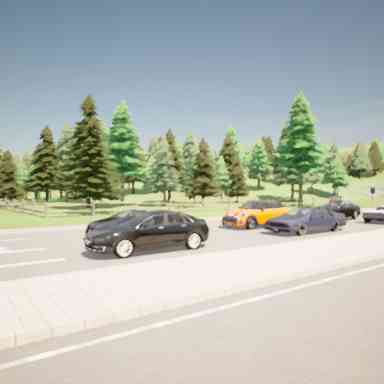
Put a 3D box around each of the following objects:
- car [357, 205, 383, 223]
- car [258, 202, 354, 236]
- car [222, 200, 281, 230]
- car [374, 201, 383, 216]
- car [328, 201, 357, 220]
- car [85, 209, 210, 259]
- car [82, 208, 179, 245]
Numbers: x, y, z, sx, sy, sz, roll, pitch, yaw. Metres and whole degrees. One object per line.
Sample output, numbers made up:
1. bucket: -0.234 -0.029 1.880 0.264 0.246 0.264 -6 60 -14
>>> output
1. car: 14.206 1.546 23.854 4.718 1.301 1.895 0 0 -35
2. car: 6.378 1.513 18.323 5.357 1.411 2.033 0 0 -35
3. car: 4.028 1.318 20.941 4.553 1.767 2.097 0 0 -35
4. car: 19.594 1.526 31.874 4.718 1.301 1.895 0 0 -35
5. car: 11.281 1.439 26.064 4.902 1.511 2.128 0 0 -35
6. car: -1.563 1.492 12.687 4.892 1.490 1.837 0 0 -35
7. car: -2.905 1.549 16.013 4.181 1.385 1.994 0 0 -34
